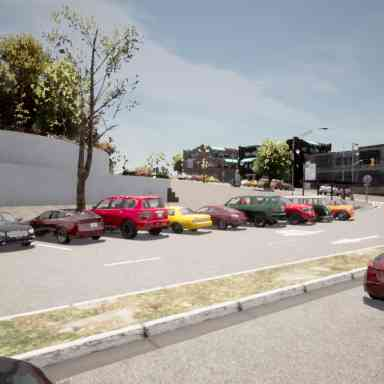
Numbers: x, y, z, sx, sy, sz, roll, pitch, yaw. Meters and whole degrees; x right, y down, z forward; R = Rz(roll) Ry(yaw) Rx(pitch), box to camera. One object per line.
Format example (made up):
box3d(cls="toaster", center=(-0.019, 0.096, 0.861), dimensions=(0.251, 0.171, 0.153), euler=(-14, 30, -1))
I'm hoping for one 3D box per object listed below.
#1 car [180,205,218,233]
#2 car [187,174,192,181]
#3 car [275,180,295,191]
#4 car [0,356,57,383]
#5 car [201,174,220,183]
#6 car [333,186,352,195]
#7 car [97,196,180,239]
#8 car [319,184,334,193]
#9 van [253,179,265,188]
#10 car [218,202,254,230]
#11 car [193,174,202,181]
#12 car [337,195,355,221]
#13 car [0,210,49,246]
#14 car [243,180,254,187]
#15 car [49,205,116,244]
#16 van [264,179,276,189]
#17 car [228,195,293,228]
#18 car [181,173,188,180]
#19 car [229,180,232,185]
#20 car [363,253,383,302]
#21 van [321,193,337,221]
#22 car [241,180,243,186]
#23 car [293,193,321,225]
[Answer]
box3d(cls="car", center=(-1.431, 1.503, 19.389), dimensions=(5.366, 1.575, 1.946), euler=(-1, -1, 35))
box3d(cls="car", center=(1.662, -3.850, 90.834), dimensions=(2.185, 1.767, 4.553), euler=(6, 3, 34))
box3d(cls="car", center=(19.051, -0.992, 66.252), dimensions=(2.231, 1.521, 4.892), euler=(7, 3, 35))
box3d(cls="car", center=(-2.882, 1.504, 1.076), dimensions=(4.892, 1.490, 1.837), euler=(0, 0, -35))
box3d(cls="car", center=(5.307, -3.175, 86.109), dimensions=(1.946, 1.575, 5.366), euler=(7, 3, 34))
box3d(cls="car", center=(25.952, 0.137, 56.394), dimensions=(2.002, 1.452, 4.674), euler=(7, 3, 35))
box3d(cls="car", center=(-3.750, 1.248, 17.562), dimensions=(5.566, 2.045, 2.435), euler=(-1, -1, 35))
box3d(cls="car", center=(24.261, -0.426, 58.866), dimensions=(2.435, 2.045, 5.566), euler=(7, 3, 35))
box3d(cls="van", center=(15.561, -1.763, 71.085), dimensions=(1.878, 1.987, 4.442), euler=(7, 4, 35))
box3d(cls="car", center=(1.176, 1.549, 21.017), dimensions=(4.674, 1.452, 2.002), euler=(-1, -1, 35))
box3d(cls="car", center=(3.456, -3.698, 88.368), dimensions=(2.435, 2.045, 5.566), euler=(7, 3, 34))
box3d(cls="car", center=(11.064, 1.403, 27.900), dimensions=(4.553, 1.767, 2.185), euler=(-1, -1, 35))
box3d(cls="car", center=(-8.615, 1.493, 14.070), dimensions=(4.892, 1.521, 2.231), euler=(-1, -1, 35))
box3d(cls="car", center=(13.987, -1.811, 73.816), dimensions=(1.946, 1.575, 5.366), euler=(7, 3, 35))
box3d(cls="car", center=(-6.195, 1.524, 15.816), dimensions=(4.792, 1.488, 2.163), euler=(-1, -1, 35))
box3d(cls="van", center=(17.291, -1.490, 68.614), dimensions=(1.878, 1.987, 4.442), euler=(7, 4, 35))
box3d(cls="car", center=(3.603, 1.263, 22.775), dimensions=(5.566, 2.045, 2.435), euler=(-1, -1, 35))
box3d(cls="car", center=(-0.069, -4.084, 93.304), dimensions=(2.185, 1.767, 4.553), euler=(4, 1, 33))
box3d(cls="car", center=(10.413, -2.316, 78.599), dimensions=(2.002, 1.452, 4.674), euler=(7, 3, 35))
box3d(cls="car", center=(5.558, 1.574, 7.104), dimensions=(4.181, 1.385, 1.994), euler=(0, 0, -34))
box3d(cls="van", center=(8.655, 1.297, 26.150), dimensions=(4.442, 1.987, 1.878), euler=(-1, -1, 35))
box3d(cls="car", center=(12.155, -2.043, 76.137), dimensions=(2.002, 1.452, 4.674), euler=(7, 4, 35))
box3d(cls="car", center=(6.116, 1.267, 24.480), dimensions=(5.566, 2.045, 2.435), euler=(-1, -1, 35))
